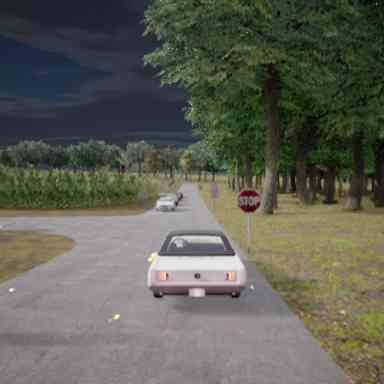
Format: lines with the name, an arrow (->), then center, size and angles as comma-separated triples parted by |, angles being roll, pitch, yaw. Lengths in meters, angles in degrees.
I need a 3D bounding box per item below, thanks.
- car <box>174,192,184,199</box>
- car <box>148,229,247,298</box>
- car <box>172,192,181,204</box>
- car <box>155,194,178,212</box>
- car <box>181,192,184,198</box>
car -> -2.743, 0.621, 69.243 | 1.895, 1.301, 4.718 | 0, 1, 0
car -> 0.101, 1.586, 8.423 | 1.895, 1.301, 4.718 | 0, 0, 0
car -> -2.834, 1.103, 46.592 | 1.812, 1.442, 4.674 | 0, 1, 0
car -> -2.837, 1.299, 36.124 | 1.812, 1.442, 4.674 | 0, 1, 0
car -> -2.809, 0.905, 56.499 | 1.994, 1.385, 4.181 | 0, 1, 0
